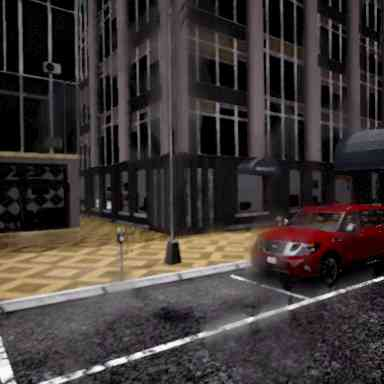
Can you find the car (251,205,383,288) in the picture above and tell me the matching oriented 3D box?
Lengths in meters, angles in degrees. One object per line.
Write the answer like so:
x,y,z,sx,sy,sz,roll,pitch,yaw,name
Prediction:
3.950,1.303,9.392,5.009,1.841,2.192,0,-1,-35,car
